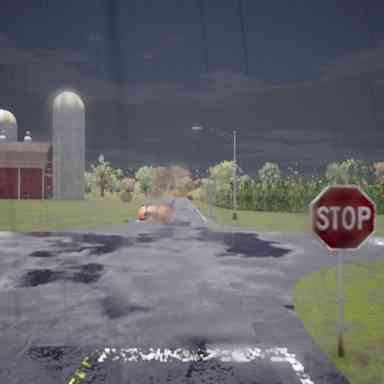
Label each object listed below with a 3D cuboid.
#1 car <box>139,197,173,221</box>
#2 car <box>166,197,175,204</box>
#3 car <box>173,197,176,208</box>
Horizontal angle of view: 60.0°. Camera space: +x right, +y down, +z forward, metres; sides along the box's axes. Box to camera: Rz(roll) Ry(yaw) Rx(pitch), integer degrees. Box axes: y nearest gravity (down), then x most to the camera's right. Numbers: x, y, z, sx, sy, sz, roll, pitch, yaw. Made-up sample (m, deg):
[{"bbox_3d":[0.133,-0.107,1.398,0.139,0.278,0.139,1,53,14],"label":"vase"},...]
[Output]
[{"bbox_3d":[-3.049,1.421,27.660,2.097,1.767,4.553,0,0,2],"label":"car"},{"bbox_3d":[-4.315,1.695,67.709,1.812,1.442,4.674,0,0,-2],"label":"car"},{"bbox_3d":[-3.502,1.593,46.196,1.882,1.535,5.008,0,0,-2],"label":"car"}]
